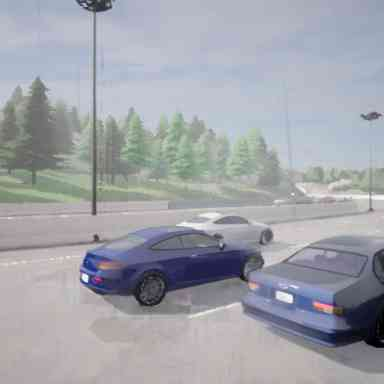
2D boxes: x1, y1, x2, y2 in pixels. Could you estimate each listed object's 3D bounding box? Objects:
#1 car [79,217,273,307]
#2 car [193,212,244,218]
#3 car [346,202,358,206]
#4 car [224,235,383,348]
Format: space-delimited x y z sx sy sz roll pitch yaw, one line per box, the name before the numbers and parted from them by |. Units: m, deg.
car | -0.285 1.543 8.014 4.674 1.442 1.812 0 0 -37
car | 1.353 1.555 13.699 4.674 1.442 1.812 0 0 -38
car | 23.113 1.663 49.460 1.994 1.385 4.181 0 0 41
car | 3.319 1.560 6.320 5.357 1.411 2.033 0 0 -38
